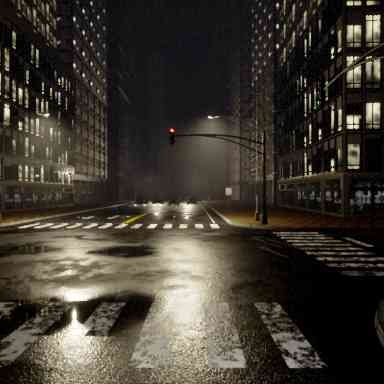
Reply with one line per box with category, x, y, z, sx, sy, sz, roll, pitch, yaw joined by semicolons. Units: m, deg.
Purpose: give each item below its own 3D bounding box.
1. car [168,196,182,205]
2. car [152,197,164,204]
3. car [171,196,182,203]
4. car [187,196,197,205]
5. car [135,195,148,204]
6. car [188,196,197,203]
car;-3.226;1.647;59.684;2.033;1.411;5.357;0;0;0
car;-6.474;1.680;64.271;1.994;1.385;4.181;0;0;0
car;-3.222;1.522;70.103;1.994;1.385;4.181;0;0;0
car;0.024;1.648;60.100;2.033;1.411;5.357;0;0;0
car;-9.724;1.468;64.302;2.097;1.767;4.553;0;0;0
car;0.029;1.583;70.548;1.895;1.301;4.718;0;0;0
